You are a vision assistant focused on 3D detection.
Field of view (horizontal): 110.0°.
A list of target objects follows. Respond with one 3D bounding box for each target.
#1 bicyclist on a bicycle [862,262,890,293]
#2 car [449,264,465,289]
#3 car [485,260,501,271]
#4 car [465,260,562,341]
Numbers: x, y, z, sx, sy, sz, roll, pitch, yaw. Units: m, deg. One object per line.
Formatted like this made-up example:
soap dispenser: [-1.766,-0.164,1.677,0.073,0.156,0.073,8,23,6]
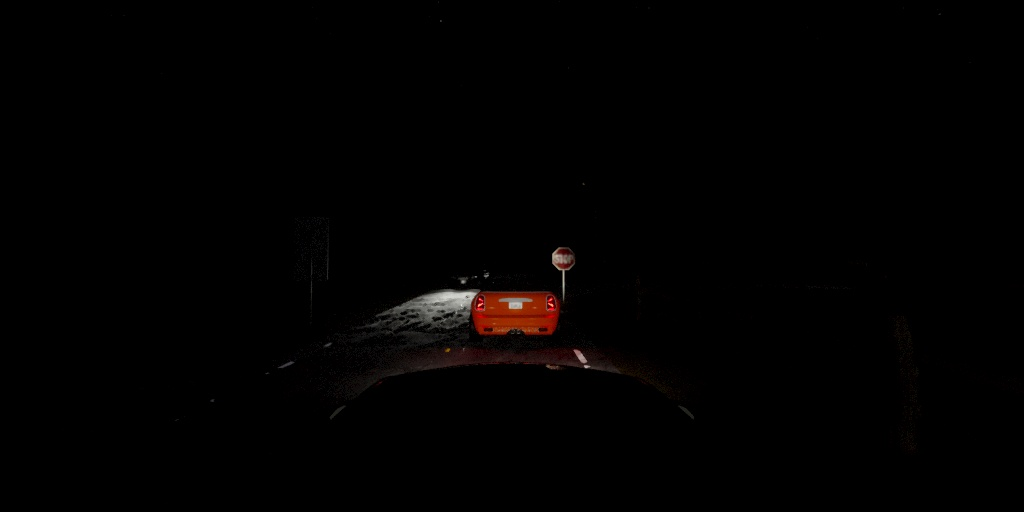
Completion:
bicyclist on a bicycle: [19.882,1.166,19.560,0.582,1.620,1.656,0,0,0]
car: [-2.889,1.270,23.661,2.128,1.511,4.902,0,0,0]
car: [-2.918,1.441,55.280,2.128,1.511,4.902,0,-1,0]
car: [0.081,1.110,10.005,2.097,1.767,4.553,0,0,0]
